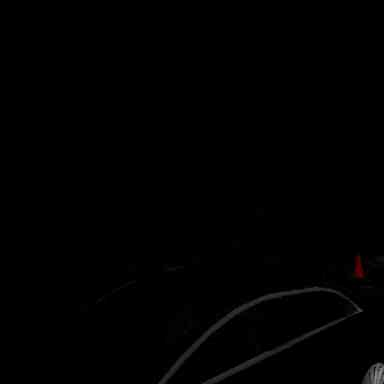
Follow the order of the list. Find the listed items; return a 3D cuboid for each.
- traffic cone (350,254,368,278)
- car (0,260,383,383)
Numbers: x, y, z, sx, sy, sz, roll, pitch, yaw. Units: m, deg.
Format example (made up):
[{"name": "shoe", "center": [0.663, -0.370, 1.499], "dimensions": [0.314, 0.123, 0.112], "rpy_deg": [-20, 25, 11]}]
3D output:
[{"name": "traffic cone", "center": [4.475, 1.965, 8.916], "dimensions": [0.340, 0.580, 0.340], "rpy_deg": [0, 0, -39]}, {"name": "car", "center": [0.041, 1.492, 2.995], "dimensions": [4.902, 1.511, 2.128], "rpy_deg": [0, 0, -36]}]
